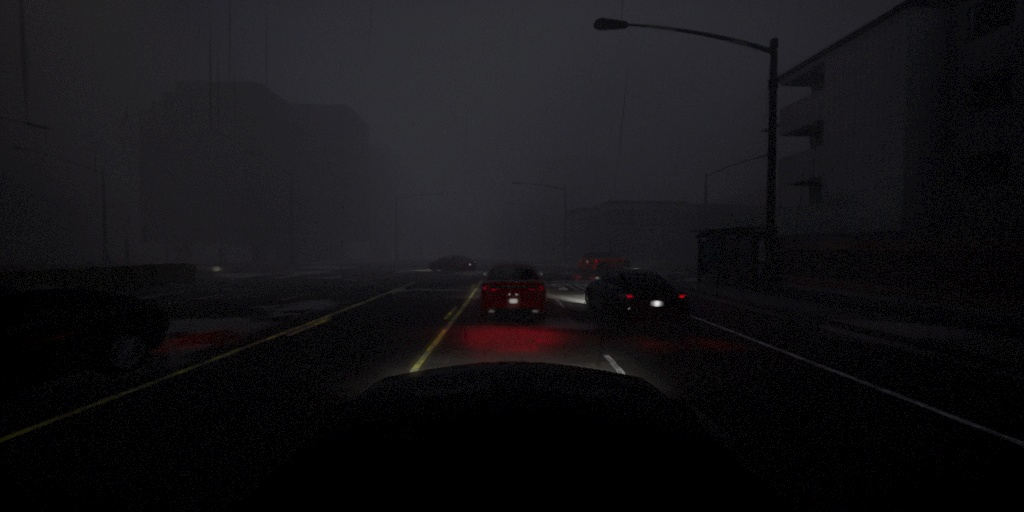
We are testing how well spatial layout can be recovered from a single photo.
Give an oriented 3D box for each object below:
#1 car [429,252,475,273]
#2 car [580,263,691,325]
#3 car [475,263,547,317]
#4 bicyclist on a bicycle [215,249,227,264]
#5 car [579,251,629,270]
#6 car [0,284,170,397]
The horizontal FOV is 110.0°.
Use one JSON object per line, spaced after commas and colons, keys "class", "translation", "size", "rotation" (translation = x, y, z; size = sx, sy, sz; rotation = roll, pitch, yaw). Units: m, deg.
{"class": "car", "translation": [-4.893, 0.612, 29.308], "size": [4.181, 1.385, 1.994], "rotation": [1, 1, 38]}
{"class": "car", "translation": [3.539, 1.076, 10.760], "size": [1.994, 1.385, 4.181], "rotation": [0, 2, 0]}
{"class": "car", "translation": [0.033, 0.962, 11.821], "size": [1.882, 1.535, 5.008], "rotation": [0, 1, 0]}
{"class": "bicyclist on a bicycle", "translation": [-31.966, 0.063, 39.340], "size": [0.582, 1.620, 1.656], "rotation": [0, 2, -2]}
{"class": "car", "translation": [7.457, 0.379, 28.788], "size": [4.553, 1.767, 2.097], "rotation": [-3, 2, -38]}
{"class": "car", "translation": [-7.091, 1.184, 4.384], "size": [1.837, 1.490, 4.892], "rotation": [0, 2, 0]}
